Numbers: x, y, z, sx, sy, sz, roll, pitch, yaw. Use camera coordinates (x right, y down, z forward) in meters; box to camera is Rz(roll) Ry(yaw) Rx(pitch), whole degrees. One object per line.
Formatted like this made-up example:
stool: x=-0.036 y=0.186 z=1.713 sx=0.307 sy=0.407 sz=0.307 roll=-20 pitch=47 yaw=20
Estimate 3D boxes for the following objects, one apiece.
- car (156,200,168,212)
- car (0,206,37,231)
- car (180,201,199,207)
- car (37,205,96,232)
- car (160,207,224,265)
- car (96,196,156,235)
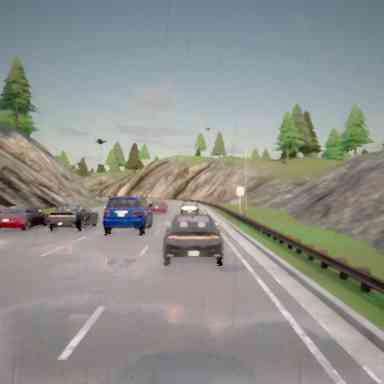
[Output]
car: x=-3.791 y=1.599 z=37.181 sx=1.994 sy=1.385 sz=4.181 roll=0 pitch=0 yaw=-1
car: x=-10.586 y=1.582 z=20.889 sx=1.994 sy=1.385 sz=4.181 roll=0 pitch=0 yaw=-1
car: x=-0.260 y=1.634 z=35.053 sx=1.895 sy=1.301 sz=4.718 roll=0 pitch=0 yaw=-1
car: x=-7.077 y=1.510 z=20.171 sx=2.128 sy=1.511 sz=4.902 roll=0 pitch=0 yaw=-1
car: x=0.020 y=1.503 z=11.703 sx=2.128 sy=1.511 sz=4.902 roll=0 pitch=0 yaw=-1
car: x=-3.564 y=1.239 z=19.217 sx=2.150 sy=2.045 sz=5.566 roll=0 pitch=0 yaw=-1
